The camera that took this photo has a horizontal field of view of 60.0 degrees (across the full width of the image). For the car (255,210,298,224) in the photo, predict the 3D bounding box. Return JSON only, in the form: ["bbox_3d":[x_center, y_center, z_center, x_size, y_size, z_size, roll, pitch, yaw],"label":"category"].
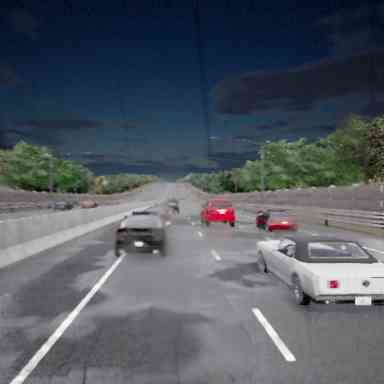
[{"bbox_3d":[5.713,1.936,22.904,1.994,1.385,4.181,1,-1,-3],"label":"car"}]

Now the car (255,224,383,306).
[{"bbox_3d":[3.024,1.734,8.319,1.895,1.301,4.718,1,-1,-3],"label":"car"}]

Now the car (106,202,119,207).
[{"bbox_3d":[-13.999,2.474,59.212,1.994,1.385,4.181,1,-1,-3],"label":"car"}]

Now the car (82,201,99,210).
[{"bbox_3d":[-17.384,2.312,56.926,1.882,1.535,5.008,1,-1,-3],"label":"car"}]

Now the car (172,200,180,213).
[{"bbox_3d":[-2.817,2.254,48.274,1.882,1.535,5.008,1,-1,-3],"label":"car"}]

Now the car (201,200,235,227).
[{"bbox_3d":[2.009,1.624,26.520,2.150,2.045,5.566,1,-1,-3],"label":"car"}]

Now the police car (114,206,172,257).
[{"bbox_3d":[-1.942,1.594,13.868,1.930,1.638,5.238,1,-1,-3],"label":"police car"}]

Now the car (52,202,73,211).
[{"bbox_3d":[-20.712,2.286,53.570,2.033,1.411,5.357,1,-1,-3],"label":"car"}]

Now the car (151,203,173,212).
[{"bbox_3d":[-2.496,1.796,23.750,1.882,1.535,5.008,1,-1,-3],"label":"car"}]

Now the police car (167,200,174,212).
[{"bbox_3d":[-2.837,1.846,29.856,1.930,1.638,5.238,1,-1,-3],"label":"police car"}]
